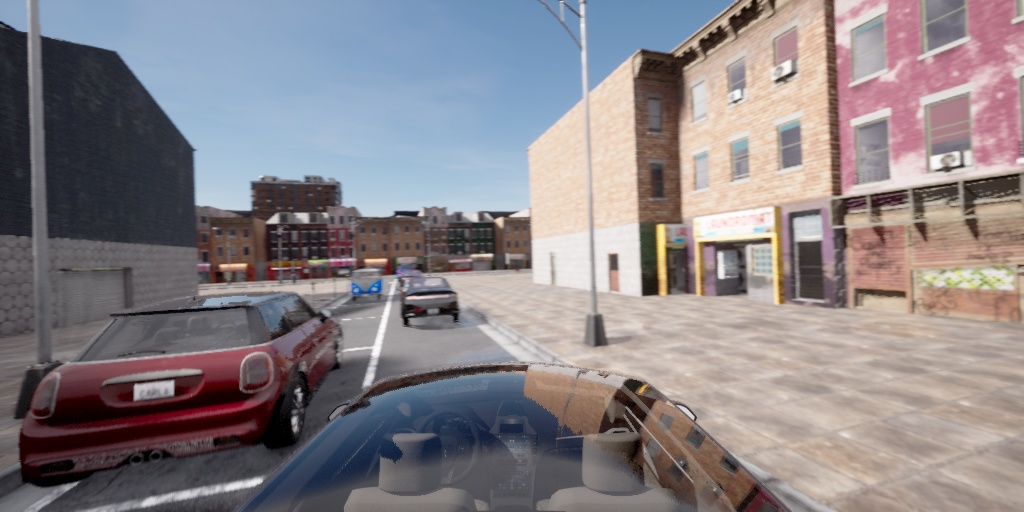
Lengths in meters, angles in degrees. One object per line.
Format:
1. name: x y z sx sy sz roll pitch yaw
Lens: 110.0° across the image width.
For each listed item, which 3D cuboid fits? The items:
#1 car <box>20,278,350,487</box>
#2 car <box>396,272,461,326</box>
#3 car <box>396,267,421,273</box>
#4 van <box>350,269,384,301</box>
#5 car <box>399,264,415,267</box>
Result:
1. car: -3.908 1.297 5.311 2.097 1.767 4.553 -2 -1 -17
2. car: -3.092 1.495 13.032 2.128 1.511 4.902 -2 -1 -18
3. car: -7.888 1.873 28.312 2.128 1.511 4.902 -2 -1 -17
4. van: -8.593 1.665 21.504 1.690 1.789 3.998 0 0 -17
5. car: -12.252 1.943 41.920 2.150 2.045 5.566 -2 -1 -17
